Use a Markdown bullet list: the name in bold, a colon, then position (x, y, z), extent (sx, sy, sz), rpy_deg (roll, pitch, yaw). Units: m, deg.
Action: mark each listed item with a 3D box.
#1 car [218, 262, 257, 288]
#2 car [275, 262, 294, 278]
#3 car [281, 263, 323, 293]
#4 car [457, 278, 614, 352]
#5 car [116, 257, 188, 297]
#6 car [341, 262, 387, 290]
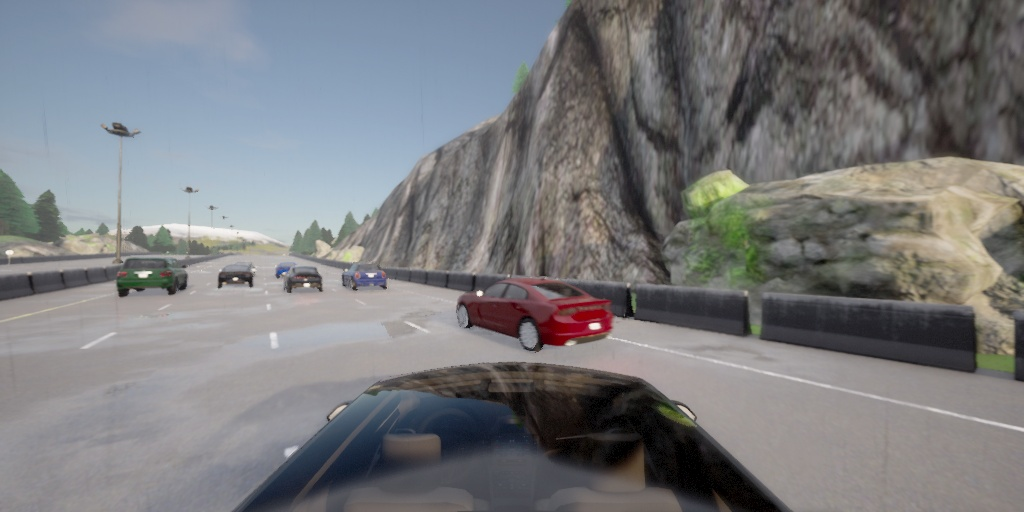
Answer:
- **car**: position (-19.222, 1.354, 25.114), extent (1.882, 1.535, 5.008), rpy_deg (0, -1, -35)
- **car**: position (-22.490, 1.345, 35.911), extent (1.882, 1.535, 5.008), rpy_deg (0, 0, -35)
- **car**: position (-13.060, 1.402, 22.402), extent (1.837, 1.490, 4.892), rpy_deg (0, 0, -35)
- **car**: position (0.291, 1.311, 9.391), extent (1.882, 1.535, 5.008), rpy_deg (0, -1, -35)
- **car**: position (-20.059, 1.077, 20.204), extent (2.150, 2.045, 5.566), rpy_deg (0, 0, -35)
- **car**: position (-10.040, 1.270, 24.192), extent (2.097, 1.767, 4.553), rpy_deg (0, 0, -35)
